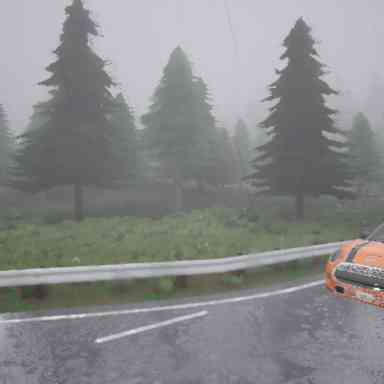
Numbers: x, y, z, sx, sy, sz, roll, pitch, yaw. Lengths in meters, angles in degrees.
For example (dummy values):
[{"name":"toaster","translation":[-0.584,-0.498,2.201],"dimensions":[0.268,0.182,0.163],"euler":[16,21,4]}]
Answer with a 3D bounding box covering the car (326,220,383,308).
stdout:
[{"name":"car","translation":[5.047,1.336,7.416],"dimensions":[4.553,1.767,2.097],"euler":[0,0,-34]}]
